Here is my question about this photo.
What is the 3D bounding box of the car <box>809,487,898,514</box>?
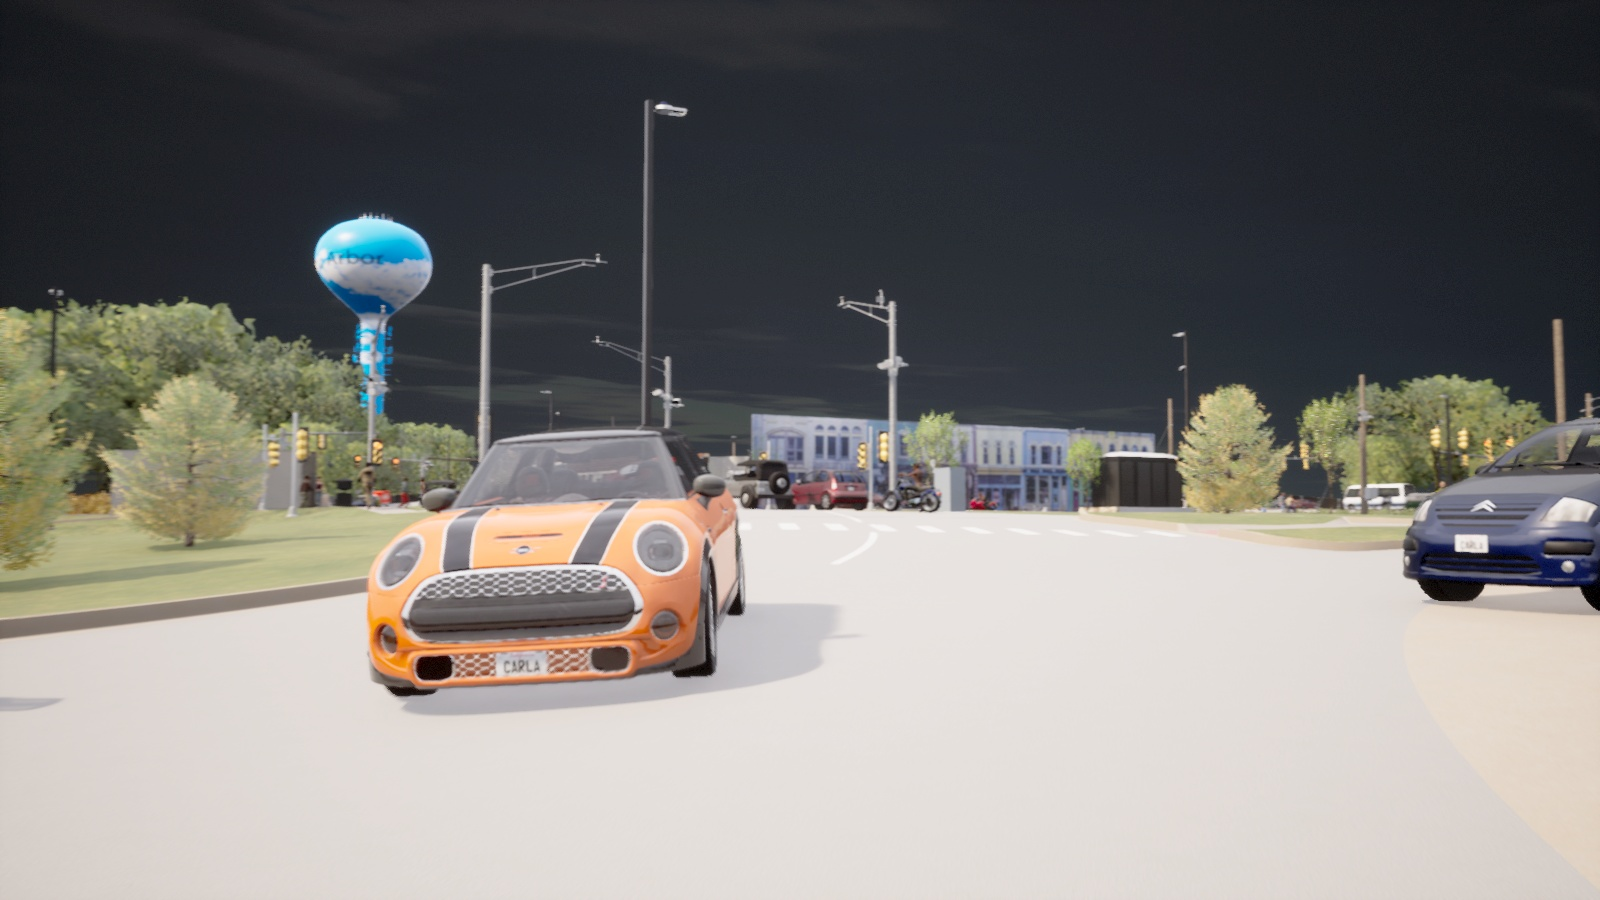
[{"bbox_3d":[2.960,2.820,69.516,4.674,1.442,1.812,2,-4,-28],"label":"car"}]

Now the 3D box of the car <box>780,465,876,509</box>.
[{"bbox_3d":[1.059,1.478,49.176,1.851,1.617,3.988,2,-3,-32],"label":"car"}]

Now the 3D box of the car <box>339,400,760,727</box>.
[{"bbox_3d":[-1.519,0.621,9.508,2.097,1.767,4.553,-3,1,1],"label":"car"}]

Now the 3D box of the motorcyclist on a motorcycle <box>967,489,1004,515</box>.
[{"bbox_3d":[10.899,3.058,73.713,2.044,1.523,0.797,2,-4,-28],"label":"motorcyclist on a motorcycle"}]

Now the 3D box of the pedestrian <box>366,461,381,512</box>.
[{"bbox_3d":[-16.318,1.417,48.004,0.396,1.930,0.692,2,-4,-29],"label":"pedestrian"}]

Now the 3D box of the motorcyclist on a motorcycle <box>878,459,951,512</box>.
[{"bbox_3d":[3.668,1.144,40.294,2.350,1.649,0.766,-2,-3,43],"label":"motorcyclist on a motorcycle"}]

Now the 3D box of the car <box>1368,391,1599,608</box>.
[{"bbox_3d":[7.230,0.380,11.052,3.988,1.617,1.851,-1,-2,-26],"label":"car"}]

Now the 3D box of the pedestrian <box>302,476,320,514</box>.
[{"bbox_3d":[-24.366,2.244,62.540,0.431,1.840,0.703,-2,-4,26],"label":"pedestrian"}]

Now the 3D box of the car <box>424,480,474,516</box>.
[{"bbox_3d":[-19.393,2.677,69.352,1.905,1.878,3.866,1,-4,-27],"label":"car"}]

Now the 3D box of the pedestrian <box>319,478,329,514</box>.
[{"bbox_3d":[-24.980,2.410,65.881,0.345,1.836,0.594,2,-4,-32],"label":"pedestrian"}]

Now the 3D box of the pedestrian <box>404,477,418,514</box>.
[{"bbox_3d":[-19.597,2.315,63.253,0.614,1.847,0.353,1,-4,-16],"label":"pedestrian"}]

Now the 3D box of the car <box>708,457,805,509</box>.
[{"bbox_3d":[-1.684,1.291,47.584,1.905,1.878,3.866,2,-4,-34],"label":"car"}]
